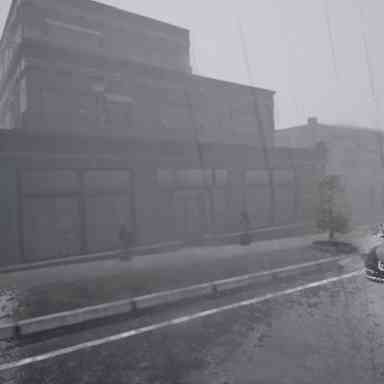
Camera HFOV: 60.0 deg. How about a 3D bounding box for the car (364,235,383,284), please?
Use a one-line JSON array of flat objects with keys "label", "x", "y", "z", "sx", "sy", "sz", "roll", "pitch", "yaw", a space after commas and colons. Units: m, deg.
[{"label": "car", "x": 6.281, "y": 1.503, "z": 8.422, "sx": 4.892, "sy": 1.490, "sz": 1.837, "roll": 0, "pitch": 0, "yaw": -35}]
